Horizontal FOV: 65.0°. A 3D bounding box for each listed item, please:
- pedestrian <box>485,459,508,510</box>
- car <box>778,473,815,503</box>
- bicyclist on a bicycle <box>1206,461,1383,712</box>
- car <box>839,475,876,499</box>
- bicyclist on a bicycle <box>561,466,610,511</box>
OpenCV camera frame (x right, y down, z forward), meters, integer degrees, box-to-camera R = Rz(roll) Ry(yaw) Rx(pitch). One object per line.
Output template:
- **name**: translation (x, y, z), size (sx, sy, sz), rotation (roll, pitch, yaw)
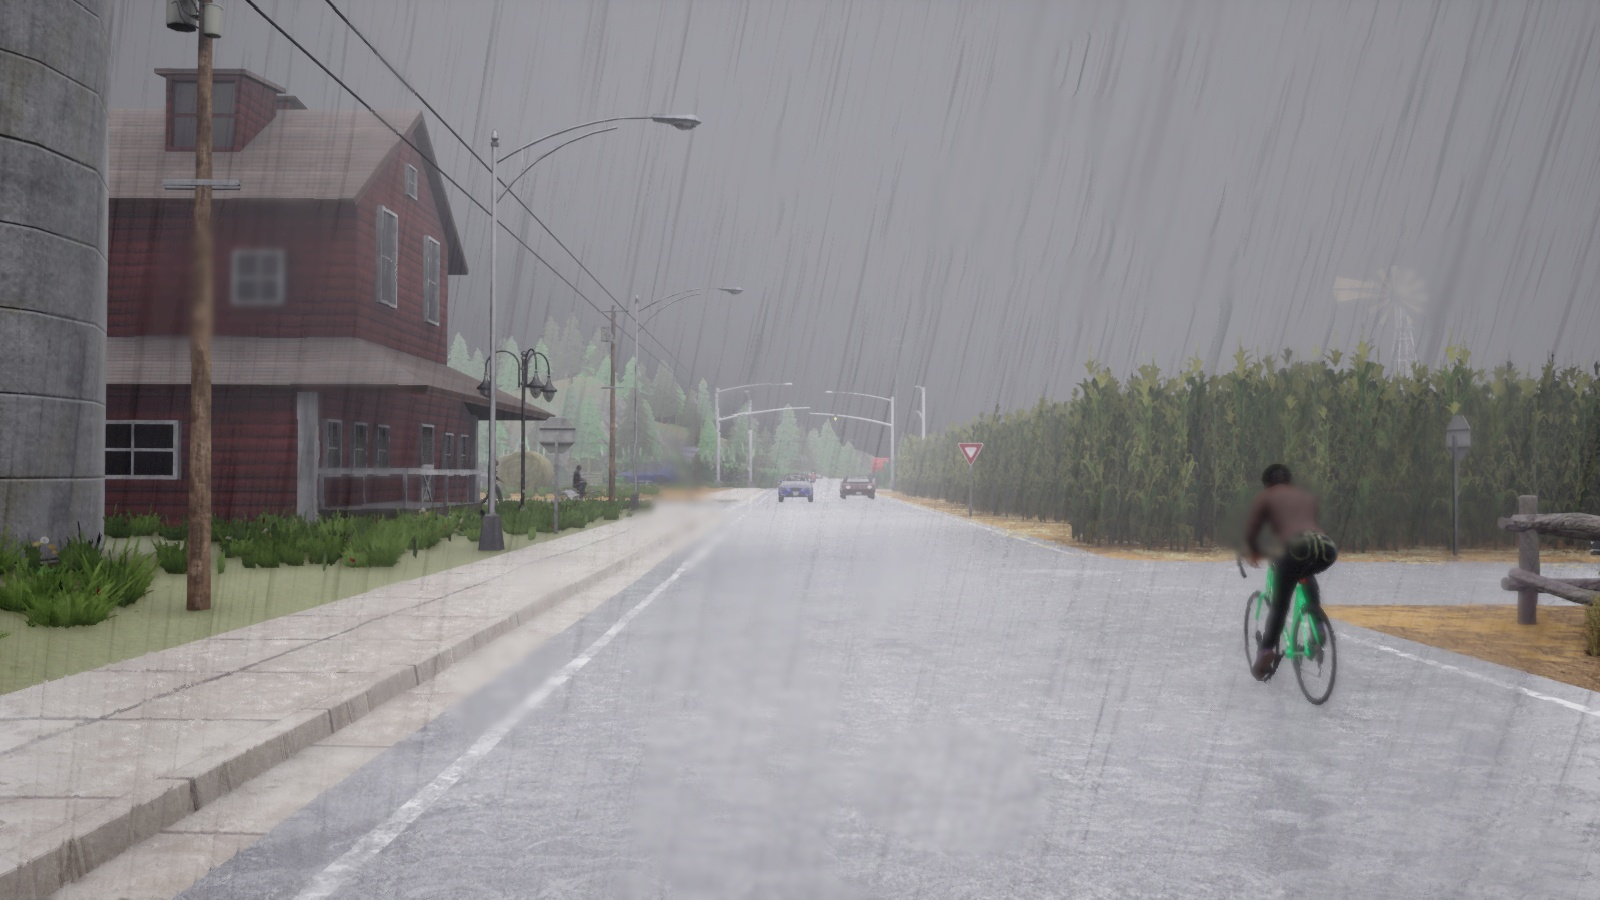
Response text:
- **pedestrian**: translation (-11.160, 1.268, 46.182), size (0.720, 1.854, 0.376), rotation (0, -1, 2)
- **car**: translation (-0.200, 1.903, 64.116), size (1.816, 1.474, 4.193), rotation (0, -1, 0)
- **bicyclist on a bicycle**: translation (3.470, 0.904, 8.958), size (0.582, 1.620, 1.656), rotation (0, -1, 0)
- **car**: translation (3.276, 2.107, 71.919), size (1.895, 1.301, 4.718), rotation (0, -1, 0)
- **bicyclist on a bicycle**: translation (-8.636, 1.540, 50.533), size (1.843, 1.776, 0.659), rotation (0, -1, 1)
